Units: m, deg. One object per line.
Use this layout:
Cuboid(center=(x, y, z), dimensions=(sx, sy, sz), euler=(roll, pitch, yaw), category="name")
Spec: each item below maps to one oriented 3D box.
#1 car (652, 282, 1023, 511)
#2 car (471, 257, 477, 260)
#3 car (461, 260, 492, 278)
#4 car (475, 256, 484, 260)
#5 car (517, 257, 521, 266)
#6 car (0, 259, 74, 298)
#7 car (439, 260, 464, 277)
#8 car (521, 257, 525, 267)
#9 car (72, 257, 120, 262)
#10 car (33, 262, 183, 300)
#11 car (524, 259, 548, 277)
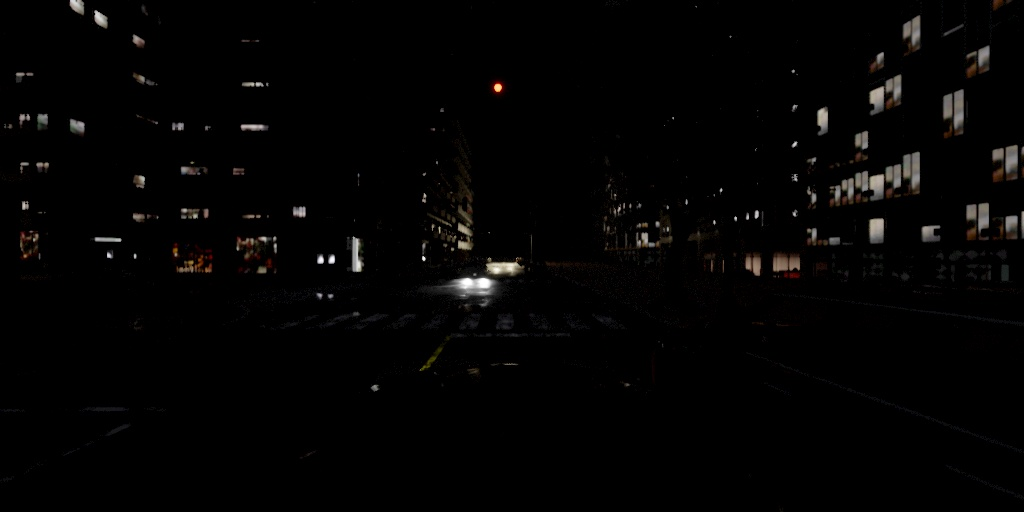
Cuboid(center=(2.691, 1.063, 2.264), dimensions=(2.192, 1.841, 5.009), euler=(0, 0, 0), category="car")
Cuboid(center=(-5.966, 1.203, 45.663), dimensions=(2.007, 1.370, 4.403), euler=(0, 0, 0), category="car")
Cuboid(center=(-3.196, 1.278, 32.944), dimensions=(1.895, 1.301, 4.718), euler=(0, 0, 0), category="car")
Cuboid(center=(-6.036, 1.075, 56.727), dimensions=(1.967, 1.591, 4.097), euler=(0, 0, 0), category="car")
Cuboid(center=(2.309, 1.209, 62.312), dimensions=(1.802, 1.307, 4.207), euler=(0, 0, 0), category="car")
Cuboid(center=(-21.914, 0.953, 15.024), dimensions=(4.829, 1.417, 1.751), euler=(0, 0, -1), category="car")
Cuboid(center=(-5.895, 1.223, 34.597), dimensions=(2.007, 1.370, 4.403), euler=(0, 0, 0), category="car")
Cuboid(center=(2.413, 1.177, 45.885), dimensions=(1.751, 1.417, 4.829), euler=(0, 0, 0), category="car")
Cuboid(center=(-27.756, 0.777, 23.309), dimensions=(4.097, 1.591, 1.967), euler=(0, 0, -1), category="car")
Cuboid(center=(-16.517, 1.055, 15.113), dimensions=(4.403, 1.370, 2.007), euler=(0, 0, -1), category="car")
Cuboid(center=(2.485, 1.217, 34.650), dimensions=(1.888, 1.381, 4.507), euler=(0, 0, 0), category="car")
